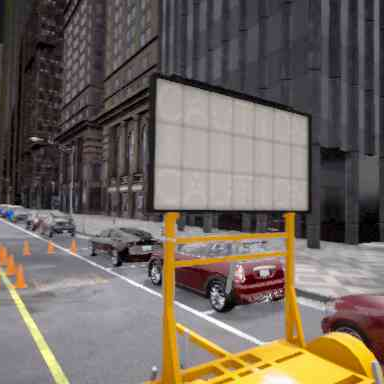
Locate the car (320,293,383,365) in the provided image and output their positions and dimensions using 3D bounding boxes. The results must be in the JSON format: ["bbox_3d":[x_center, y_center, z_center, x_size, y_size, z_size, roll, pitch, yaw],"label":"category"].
[{"bbox_3d":[3.671,1.815,4.036,1.802,1.307,4.206,2,-3,-34],"label":"car"}]

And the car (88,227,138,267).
[{"bbox_3d":[-2.768,2.056,13.386,1.947,1.339,4.313,2,-3,-34],"label":"car"}]

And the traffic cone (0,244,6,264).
[{"bbox_3d":[-6.880,2.331,12.220,0.340,0.580,0.340,2,-3,-34],"label":"traffic cone"}]

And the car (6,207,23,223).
[{"bbox_3d":[-18.866,2.689,36.760,2.008,1.369,4.403,2,-3,-34],"label":"car"}]

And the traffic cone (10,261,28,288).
[{"bbox_3d":[-4.612,2.240,8.927,0.340,0.580,0.340,3,-3,-34],"label":"traffic cone"}]

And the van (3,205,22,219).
[{"bbox_3d":[-22.083,2.610,41.443,1.690,1.788,3.998,2,-3,-34],"label":"van"}]

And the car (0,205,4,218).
[{"bbox_3d":[-25.305,2.945,46.109,1.887,1.381,4.507,2,-3,-34],"label":"car"}]

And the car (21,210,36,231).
[{"bbox_3d":[-12.425,2.319,27.414,1.967,1.590,4.097,2,-3,-34],"label":"car"}]

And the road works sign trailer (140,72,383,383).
[{"bbox_3d":[0.433,0.638,3.943,2.380,3.560,2.880,3,-3,-34],"label":"road works sign trailer"}]

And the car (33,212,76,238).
[{"bbox_3d":[-9.207,2.300,22.735,2.008,1.369,4.403,2,-3,-34],"label":"car"}]

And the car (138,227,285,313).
[{"bbox_3d":[0.453,1.802,8.716,1.967,1.590,4.097,2,-3,-34],"label":"car"}]

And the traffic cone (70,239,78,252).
[{"bbox_3d":[-5.544,2.485,15.565,0.340,0.580,0.340,3,-3,-34],"label":"traffic cone"}]

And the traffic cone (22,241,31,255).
[{"bbox_3d":[-7.191,2.413,14.433,0.340,0.580,0.340,3,-3,-34],"label":"traffic cone"}]

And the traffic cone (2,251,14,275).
[{"bbox_3d":[-5.746,2.286,10.573,0.340,0.580,0.340,3,-3,-34],"label":"traffic cone"}]
